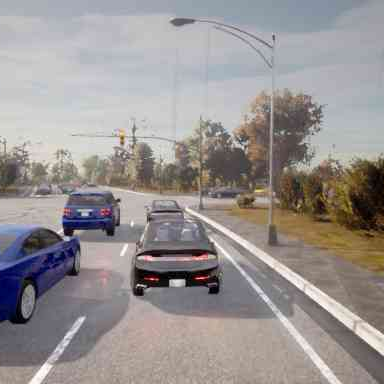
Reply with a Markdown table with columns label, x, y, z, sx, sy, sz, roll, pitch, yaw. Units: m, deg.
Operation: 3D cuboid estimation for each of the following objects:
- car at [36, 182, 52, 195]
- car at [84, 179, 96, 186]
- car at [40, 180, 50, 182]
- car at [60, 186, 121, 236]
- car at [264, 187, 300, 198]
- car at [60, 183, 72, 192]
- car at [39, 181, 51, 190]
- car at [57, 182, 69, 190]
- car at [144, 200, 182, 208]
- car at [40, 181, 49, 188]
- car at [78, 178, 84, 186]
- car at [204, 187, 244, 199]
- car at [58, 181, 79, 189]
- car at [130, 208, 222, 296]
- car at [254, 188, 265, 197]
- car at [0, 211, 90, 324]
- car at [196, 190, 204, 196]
| label | x | y | z | sx | sy | sz | roll | pitch | yaw |
| --- | --- | --- | --- | --- | --- | --- | --- | --- | --- |
| car | -22.230 | -0.358 | 49.992 | 1.812 | 1.442 | 4.674 | -1 | 3 | -23 |
| car | -25.240 | -1.851 | 82.652 | 1.895 | 1.301 | 4.718 | -1 | 3 | -24 |
| car | -26.014 | -1.100 | 58.809 | 2.150 | 2.045 | 5.566 | -1 | 3 | -23 |
| car | -4.845 | 0.936 | 16.591 | 2.150 | 2.045 | 5.566 | 0 | 2 | -8 |
| car | 13.107 | 0.309 | 46.970 | 4.718 | 1.301 | 1.895 | 1 | 2 | -21 |
| car | -23.225 | -0.931 | 61.171 | 1.837 | 1.490 | 4.892 | -1 | 3 | -23 |
| car | -30.127 | -1.406 | 68.031 | 2.097 | 1.767 | 4.553 | -1 | 3 | -24 |
| car | -27.427 | -1.356 | 70.555 | 2.128 | 1.511 | 4.902 | -1 | 3 | -24 |
| car | -1.512 | 1.158 | 17.809 | 2.128 | 1.511 | 4.902 | 0 | 2 | -8 |
| car | -34.352 | -1.692 | 77.325 | 1.837 | 1.490 | 4.892 | -1 | 3 | -24 |
| car | -28.401 | -2.018 | 81.138 | 2.097 | 1.767 | 4.553 | -1 | 3 | -24 |
| car | 4.496 | 0.076 | 43.645 | 4.892 | 1.490 | 1.837 | 0 | 3 | -21 |
| car | -19.495 | -0.517 | 52.539 | 2.128 | 1.511 | 4.902 | -1 | 3 | -23 |
| car | -0.441 | 1.407 | 8.494 | 2.128 | 1.511 | 4.902 | 0 | 1 | -4 |
| car | 11.714 | 0.020 | 50.175 | 5.008 | 1.535 | 1.882 | 2 | 2 | -21 |
| car | -3.811 | 1.424 | 7.033 | 1.882 | 1.535 | 5.008 | 0 | 1 | -4 |
| car | 2.994 | 0.007 | 46.839 | 4.718 | 1.301 | 1.895 | 0 | 3 | -20 |
